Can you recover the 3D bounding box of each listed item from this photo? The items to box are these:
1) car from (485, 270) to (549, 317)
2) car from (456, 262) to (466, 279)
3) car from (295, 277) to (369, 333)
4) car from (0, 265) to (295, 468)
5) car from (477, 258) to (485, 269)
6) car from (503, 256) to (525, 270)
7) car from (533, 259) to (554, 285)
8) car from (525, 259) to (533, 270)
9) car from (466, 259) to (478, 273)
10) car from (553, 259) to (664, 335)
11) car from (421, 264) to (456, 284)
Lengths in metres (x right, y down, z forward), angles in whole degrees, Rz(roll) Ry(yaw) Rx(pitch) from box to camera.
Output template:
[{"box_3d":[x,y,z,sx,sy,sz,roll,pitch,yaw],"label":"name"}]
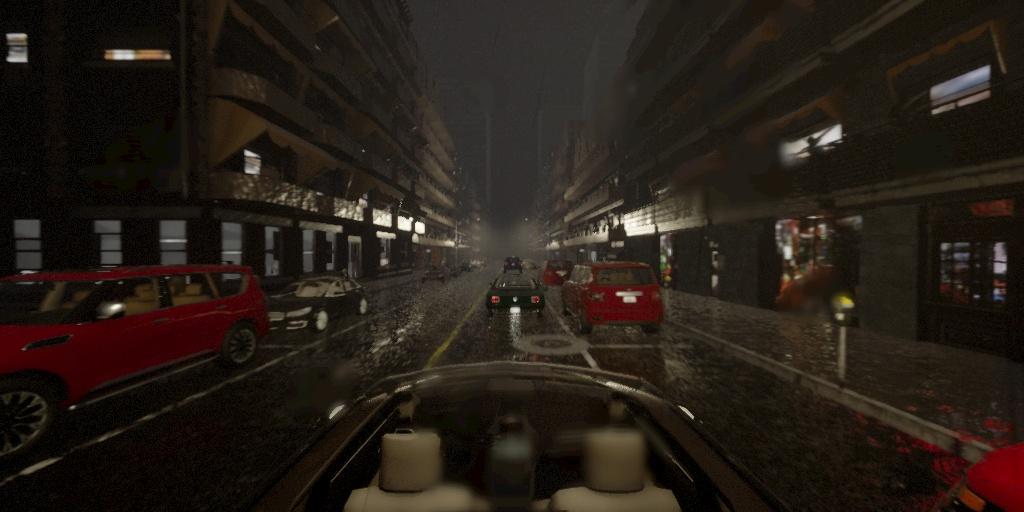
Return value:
[{"box_3d":[0.104,1.362,13.177,1.895,1.301,4.718,0,0,0],"label":"car"},{"box_3d":[-5.684,1.365,32.988,1.802,1.307,4.207,0,0,0],"label":"car"},{"box_3d":[-5.696,1.310,10.580,2.007,1.370,4.403,0,0,0],"label":"car"},{"box_3d":[-5.681,1.069,4.977,2.192,1.841,5.009,0,0,0],"label":"car"},{"box_3d":[-5.679,1.358,55.396,2.007,1.370,4.403,0,0,0],"label":"car"},{"box_3d":[0.110,1.014,42.655,2.150,2.045,5.566,0,0,0],"label":"car"},{"box_3d":[2.694,1.085,21.753,2.192,1.841,5.009,0,0,0],"label":"car"},{"box_3d":[2.700,1.326,49.933,1.751,1.417,4.829,0,0,0],"label":"car"},{"box_3d":[-5.681,1.346,44.192,2.007,1.370,4.403,0,0,0],"label":"car"},{"box_3d":[2.691,1.073,10.549,2.192,1.841,5.009,0,0,0],"label":"car"},{"box_3d":[-5.685,1.359,27.385,1.802,1.307,4.207,0,0,0],"label":"car"}]
